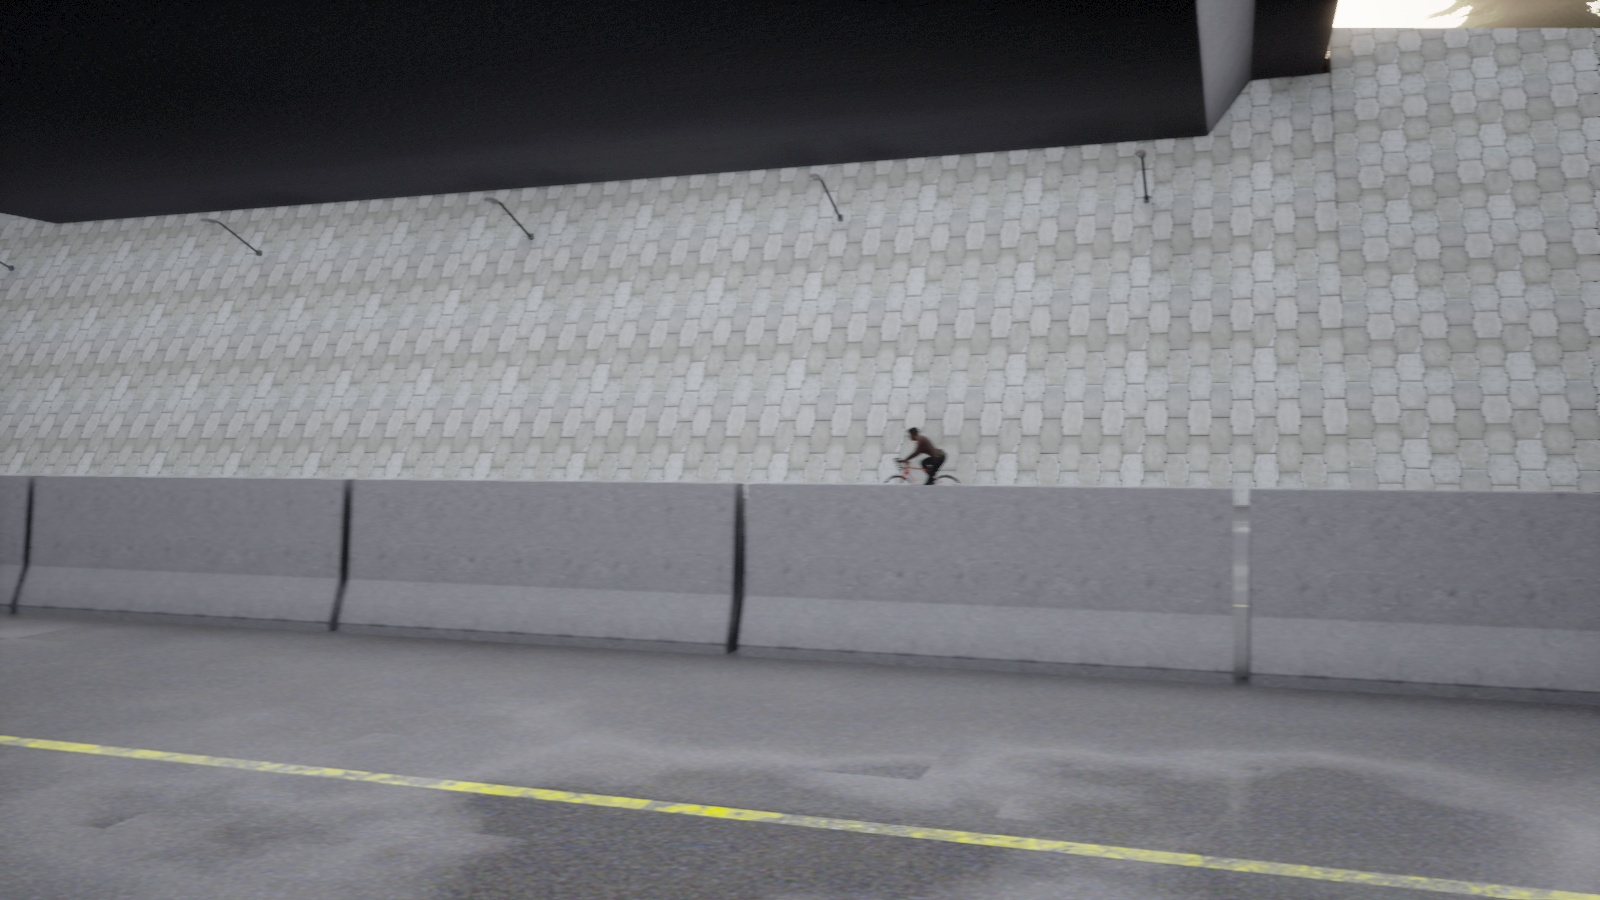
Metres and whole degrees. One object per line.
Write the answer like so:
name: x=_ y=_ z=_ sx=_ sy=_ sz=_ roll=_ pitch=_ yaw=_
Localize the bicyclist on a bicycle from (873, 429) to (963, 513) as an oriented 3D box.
bicyclist on a bicycle: x=2.304 y=0.395 z=24.572 sx=1.656 sy=1.620 sz=0.582 roll=0 pitch=1 yaw=19
